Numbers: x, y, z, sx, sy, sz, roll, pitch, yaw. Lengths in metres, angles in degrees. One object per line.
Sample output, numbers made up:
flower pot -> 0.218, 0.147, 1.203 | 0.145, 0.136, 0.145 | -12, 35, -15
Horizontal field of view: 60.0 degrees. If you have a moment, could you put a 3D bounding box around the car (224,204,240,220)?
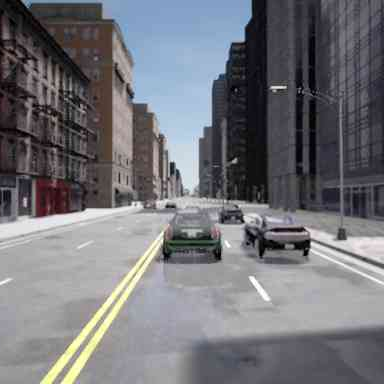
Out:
car -> 3.266, 1.803, 28.510 | 1.837, 1.490, 4.892 | 0, 0, 0

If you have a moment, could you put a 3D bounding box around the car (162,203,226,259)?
car -> 0.017, 1.489, 13.435 | 2.097, 1.767, 4.553 | 0, -1, 0

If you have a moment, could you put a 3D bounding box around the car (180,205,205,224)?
car -> 0.019, 1.861, 28.605 | 1.994, 1.385, 4.181 | 0, -1, 0

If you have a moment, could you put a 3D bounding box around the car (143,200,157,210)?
car -> -6.593, 2.047, 52.593 | 2.128, 1.511, 4.902 | 0, -1, 0

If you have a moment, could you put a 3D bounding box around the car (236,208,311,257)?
car -> 3.267, 1.632, 13.511 | 2.128, 1.511, 4.902 | 0, 0, 0

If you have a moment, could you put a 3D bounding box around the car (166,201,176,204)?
car -> -3.347, 2.159, 52.804 | 1.895, 1.301, 4.718 | 0, -1, 0
